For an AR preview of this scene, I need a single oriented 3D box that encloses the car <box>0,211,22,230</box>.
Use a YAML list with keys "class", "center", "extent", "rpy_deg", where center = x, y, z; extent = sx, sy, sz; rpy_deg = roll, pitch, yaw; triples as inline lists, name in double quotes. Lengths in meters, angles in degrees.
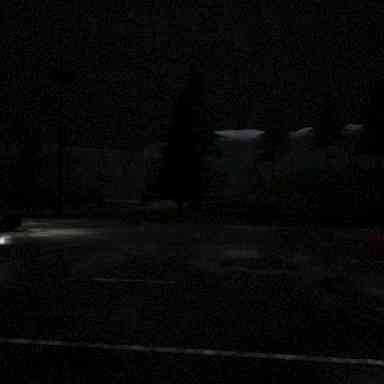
- class: "car"
  center: [-11.855, 1.318, 18.068]
  extent: [5.008, 1.535, 1.882]
  rpy_deg: [1, 0, 6]
